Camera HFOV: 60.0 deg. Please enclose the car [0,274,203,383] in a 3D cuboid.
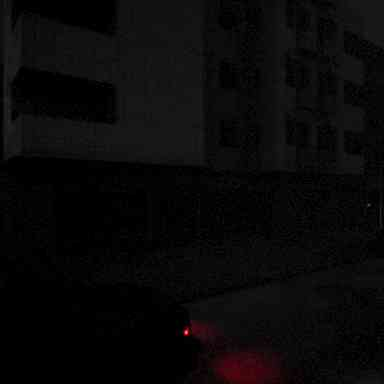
[{"bbox_3d":[-2.453,1.560,2.847,5.357,1.411,2.033,0,0,-36],"label":"car"}]
